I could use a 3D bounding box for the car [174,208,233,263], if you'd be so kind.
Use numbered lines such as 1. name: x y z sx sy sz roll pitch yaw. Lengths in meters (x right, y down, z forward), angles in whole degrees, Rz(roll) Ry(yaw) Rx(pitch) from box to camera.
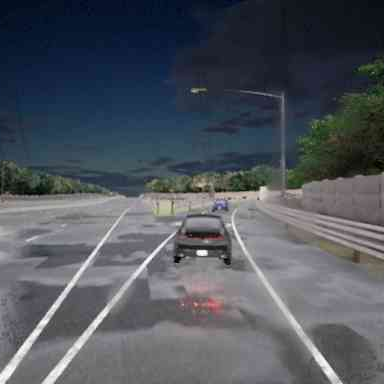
1. car: 0.415 1.554 12.204 1.837 1.490 4.892 1 0 3

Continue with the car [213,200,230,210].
1. car: 3.657 1.686 41.489 1.812 1.442 4.674 0 0 10
